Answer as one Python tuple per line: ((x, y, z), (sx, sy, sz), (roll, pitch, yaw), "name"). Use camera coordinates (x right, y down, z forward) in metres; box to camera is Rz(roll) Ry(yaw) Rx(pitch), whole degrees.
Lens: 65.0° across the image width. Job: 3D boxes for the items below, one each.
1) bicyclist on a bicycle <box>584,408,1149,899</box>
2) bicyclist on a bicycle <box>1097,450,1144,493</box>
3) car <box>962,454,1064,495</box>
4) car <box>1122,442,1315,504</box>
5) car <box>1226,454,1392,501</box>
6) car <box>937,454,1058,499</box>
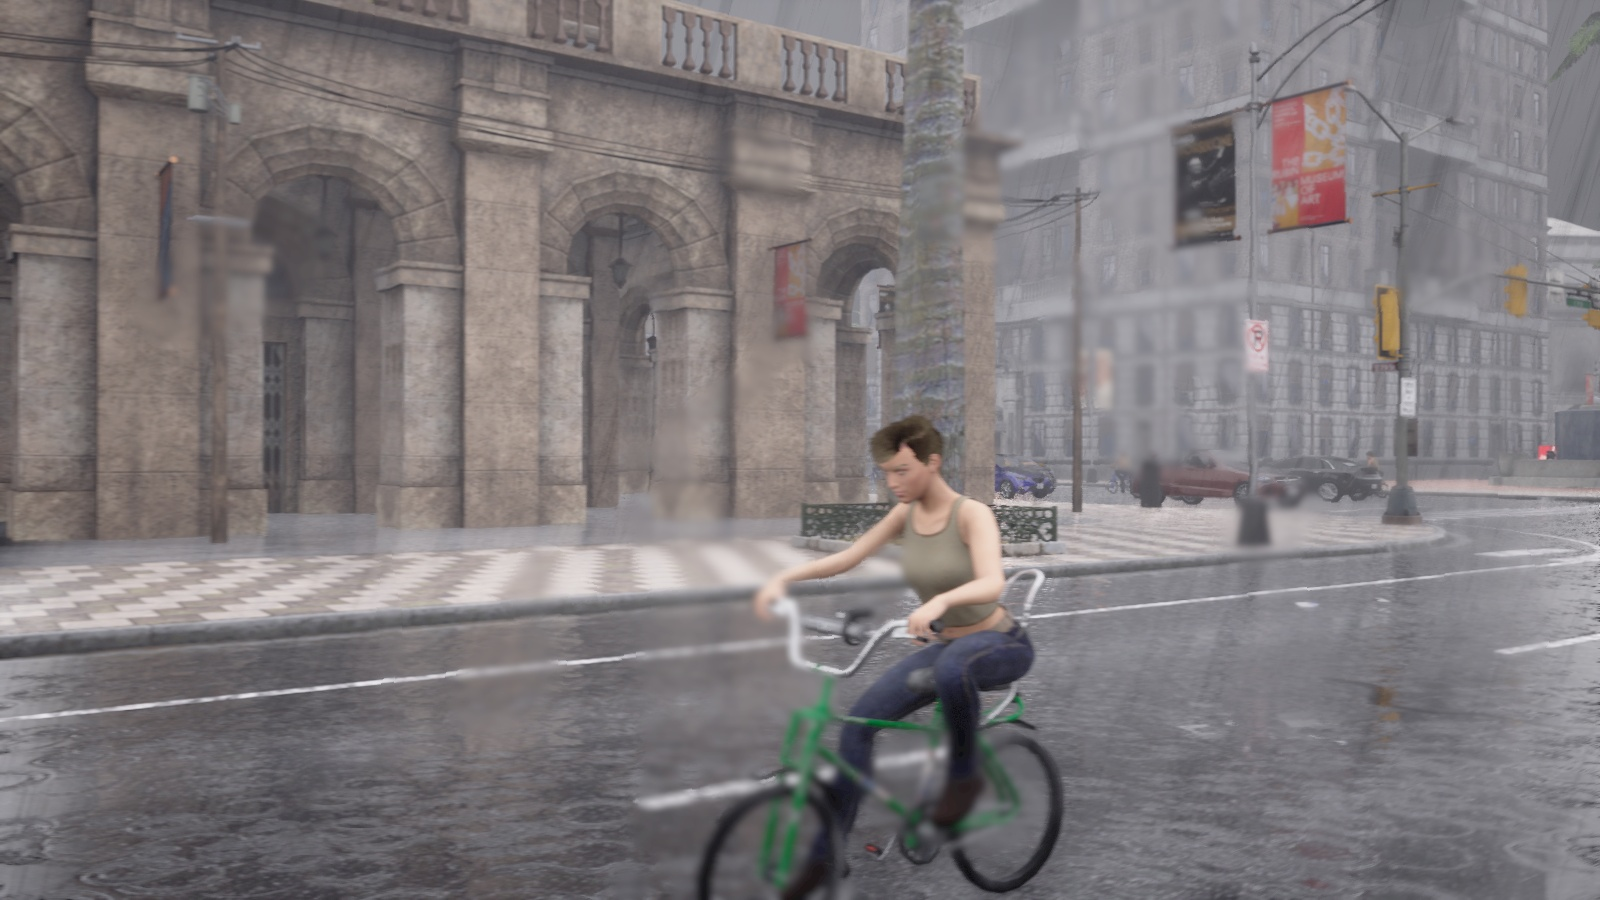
((0.230, 0.695, 3.913), (1.509, 1.612, 0.866), (-2, 1, -35), "bicyclist on a bicycle")
((12.321, 0.828, 48.306), (0.866, 1.612, 1.509), (0, -2, -36), "bicyclist on a bicycle")
((8.116, 0.905, 48.055), (1.845, 1.501, 3.633), (0, 0, -35), "car")
((12.039, 0.630, 36.496), (2.152, 1.651, 5.027), (0, 0, -35), "car")
((16.808, 0.869, 41.727), (1.837, 1.490, 4.892), (0, 0, -35), "car")
((6.840, 0.894, 43.861), (1.816, 1.474, 4.193), (0, 0, -34), "car")
